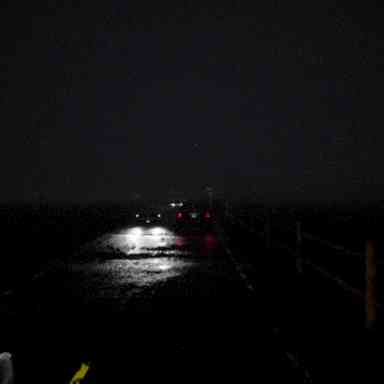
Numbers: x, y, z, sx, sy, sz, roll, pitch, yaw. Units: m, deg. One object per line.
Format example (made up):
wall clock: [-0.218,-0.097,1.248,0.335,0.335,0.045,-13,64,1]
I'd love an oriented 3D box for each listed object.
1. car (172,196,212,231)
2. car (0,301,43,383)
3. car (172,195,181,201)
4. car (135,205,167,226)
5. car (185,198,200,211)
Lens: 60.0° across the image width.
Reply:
car: [0.095,1.362,20.642,2.097,1.767,4.553,0,0,0]
car: [-2.837,1.602,2.002,1.895,1.301,4.718,0,0,0]
car: [-2.779,1.396,64.967,2.097,1.767,4.553,0,0,0]
car: [-2.855,1.613,23.902,1.895,1.301,4.718,0,0,0]
car: [0.091,1.529,43.079,1.837,1.490,4.892,0,0,0]
